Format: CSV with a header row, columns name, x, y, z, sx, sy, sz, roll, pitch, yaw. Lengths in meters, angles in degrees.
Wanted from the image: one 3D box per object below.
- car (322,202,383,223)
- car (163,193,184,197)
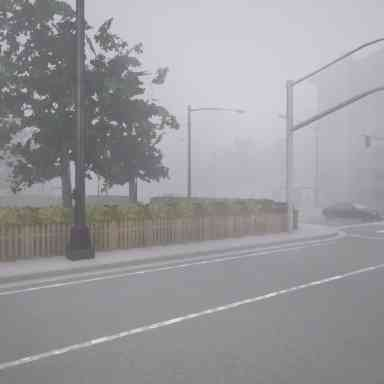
name,x,y,z,sx,sy,sz,roll,pitch,yaw
car,12.439,1.526,25.902,1.812,1.442,4.674,0,0,-35
car,-2.312,1.222,47.166,2.150,2.045,5.566,0,0,-35
